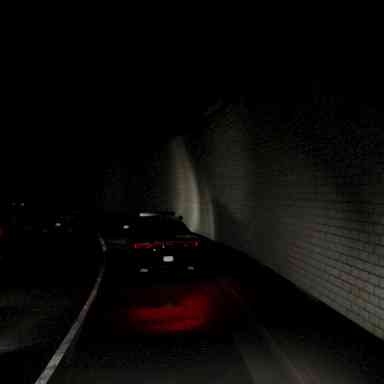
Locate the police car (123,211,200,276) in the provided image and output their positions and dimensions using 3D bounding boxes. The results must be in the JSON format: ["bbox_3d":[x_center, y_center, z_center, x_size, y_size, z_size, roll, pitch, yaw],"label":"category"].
[{"bbox_3d":[-1.132,1.425,10.642,1.930,1.638,5.238,0,0,-12],"label":"police car"}]

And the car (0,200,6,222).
[{"bbox_3d":[-15.656,1.525,25.205,1.812,1.442,4.674,0,0,-37],"label":"car"}]

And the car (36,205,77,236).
[{"bbox_3d":[-7.669,1.477,18.802,1.882,1.535,5.008,0,0,-24],"label":"car"}]

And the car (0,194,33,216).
[{"bbox_3d":[-17.348,1.222,32.631,2.150,2.045,5.566,0,0,-40],"label":"car"}]
